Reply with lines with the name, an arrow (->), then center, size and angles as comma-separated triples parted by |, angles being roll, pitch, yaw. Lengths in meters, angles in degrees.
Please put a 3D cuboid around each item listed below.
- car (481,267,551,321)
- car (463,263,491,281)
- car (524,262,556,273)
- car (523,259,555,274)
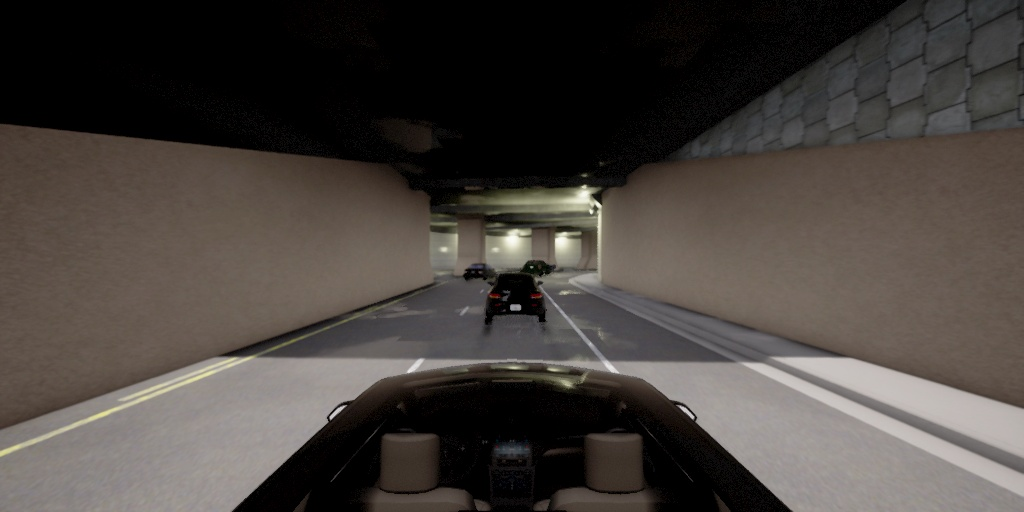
car -> 0.107, 1.285, 12.330 | 1.812, 1.442, 4.674 | 0, 0, 0
car -> -2.693, 1.320, 30.715 | 2.033, 1.411, 5.357 | 0, 0, 9
car -> 3.675, 1.393, 45.710 | 1.895, 1.301, 4.718 | 0, 0, 36
car -> 2.652, 1.136, 36.978 | 2.097, 1.767, 4.553 | 0, 0, 20
